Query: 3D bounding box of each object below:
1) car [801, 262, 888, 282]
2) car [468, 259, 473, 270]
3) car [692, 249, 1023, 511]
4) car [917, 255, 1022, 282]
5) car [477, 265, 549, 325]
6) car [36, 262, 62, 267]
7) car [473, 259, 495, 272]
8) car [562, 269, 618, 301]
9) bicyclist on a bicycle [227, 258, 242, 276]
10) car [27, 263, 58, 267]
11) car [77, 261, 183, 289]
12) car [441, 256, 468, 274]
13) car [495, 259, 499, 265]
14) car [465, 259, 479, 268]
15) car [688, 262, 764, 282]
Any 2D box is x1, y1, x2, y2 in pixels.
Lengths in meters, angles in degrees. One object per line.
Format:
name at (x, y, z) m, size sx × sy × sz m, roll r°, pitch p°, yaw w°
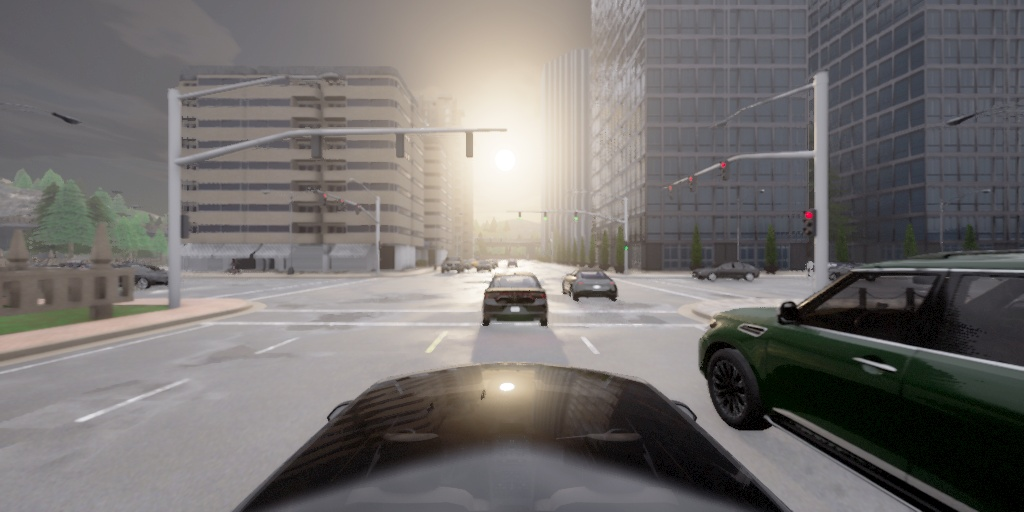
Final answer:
car at (26.331, 1.218, 28.528) m, size 4.902 × 1.511 × 2.128 m, roll 0°, pitch 0°, yaw 0°
car at (-7.099, 1.317, 53.238) m, size 1.837 × 1.490 × 4.892 m, roll 0°, pitch 0°, yaw 0°
car at (3.608, 0.973, 2.460) m, size 2.150 × 2.045 × 5.566 m, roll 0°, pitch 0°, yaw -1°
car at (36.209, 0.948, 28.472) m, size 5.566 × 2.045 × 2.150 m, roll 0°, pitch 0°, yaw 0°
car at (0.090, 1.234, 11.856) m, size 1.882 × 1.535 × 5.008 m, roll 0°, pitch 0°, yaw 0°
car at (-50.984, 1.340, 38.659) m, size 1.895 × 1.301 × 4.718 m, roll 0°, pitch 0°, yaw -41°
car at (-3.609, 1.309, 46.904) m, size 1.837 × 1.490 × 4.892 m, roll 0°, pitch 0°, yaw 0°
car at (3.591, 1.286, 17.166) m, size 1.994 × 1.385 × 4.181 m, roll 0°, pitch 0°, yaw 0°
bicyclist on a bicycle at (-26.091, 1.034, 33.756) m, size 0.582 × 1.620 × 1.656 m, roll 0°, pitch 0°, yaw 7°
car at (-32.189, 1.321, 23.009) m, size 4.718 × 1.301 × 1.895 m, roll 0°, pitch 0°, yaw 14°
car at (-22.916, 1.224, 21.865) m, size 4.892 × 1.490 × 1.837 m, roll 0°, pitch 0°, yaw 3°
car at (-7.110, 1.022, 43.535) m, size 2.150 × 2.045 × 5.566 m, roll 0°, pitch 0°, yaw 0°
car at (-3.585, 1.307, 56.244) m, size 2.128 × 1.511 × 4.902 m, roll 0°, pitch 0°, yaw 0°
car at (-7.037, 1.301, 63.240) m, size 1.882 × 1.535 × 5.008 m, roll 0°, pitch 0°, yaw 0°
car at (16.968, 1.232, 28.583) m, size 4.892 × 1.490 × 1.837 m, roll 0°, pitch 0°, yaw 0°
